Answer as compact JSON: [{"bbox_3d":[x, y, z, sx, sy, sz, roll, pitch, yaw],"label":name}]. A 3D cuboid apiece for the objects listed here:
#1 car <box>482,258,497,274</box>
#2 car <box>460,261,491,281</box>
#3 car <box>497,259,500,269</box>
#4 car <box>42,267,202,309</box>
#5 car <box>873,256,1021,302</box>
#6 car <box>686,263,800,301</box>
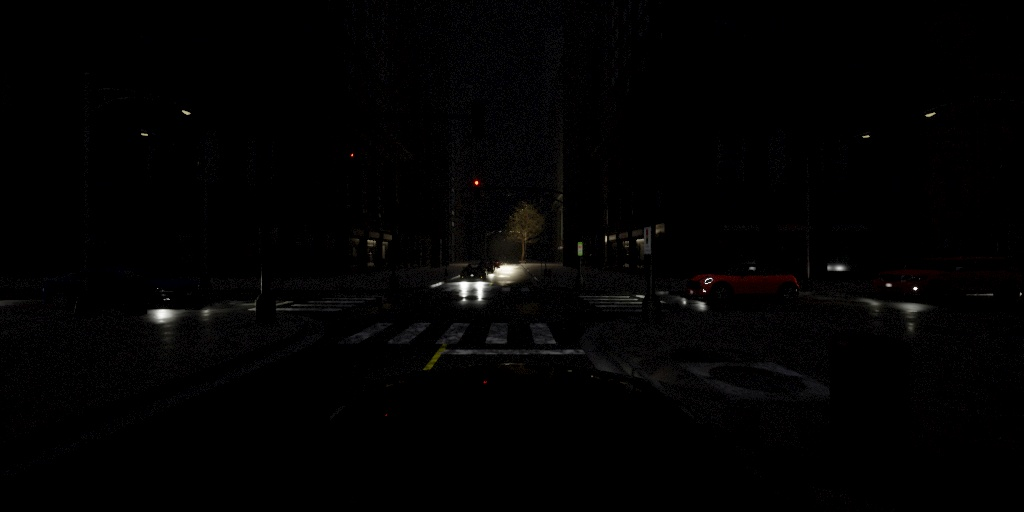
[{"bbox_3d":[-3.071,1.234,41.862,1.882,1.535,5.008,0,0,0],"label":"car"},{"bbox_3d":[-3.082,1.314,29.648,1.994,1.385,4.181,0,0,0],"label":"car"},{"bbox_3d":[-3.019,1.126,57.573,2.097,1.767,4.553,0,0,1],"label":"car"},{"bbox_3d":[-14.903,1.177,13.863,5.008,1.535,1.882,0,0,2],"label":"car"},{"bbox_3d":[20.690,1.038,17.034,5.566,2.045,2.150,0,0,1],"label":"car"},{"bbox_3d":[10.789,1.138,17.048,4.553,1.767,2.097,0,0,0],"label":"car"}]
